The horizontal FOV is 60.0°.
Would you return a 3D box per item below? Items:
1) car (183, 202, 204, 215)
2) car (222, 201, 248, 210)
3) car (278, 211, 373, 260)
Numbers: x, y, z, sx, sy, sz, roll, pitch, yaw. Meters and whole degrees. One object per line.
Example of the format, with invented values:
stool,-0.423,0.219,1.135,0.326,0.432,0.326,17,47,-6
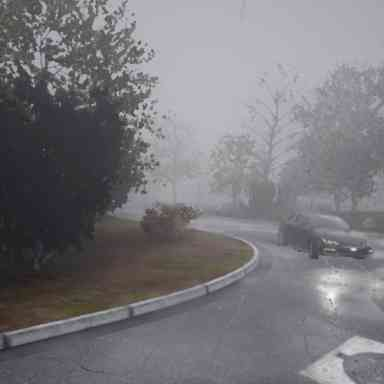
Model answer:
car,-0.900,1.653,31.052,2.033,1.411,5.357,1,0,-29
car,6.165,1.887,45.629,4.181,1.385,1.994,1,0,3
car,4.797,1.545,12.655,1.837,1.490,4.892,3,-1,-5
